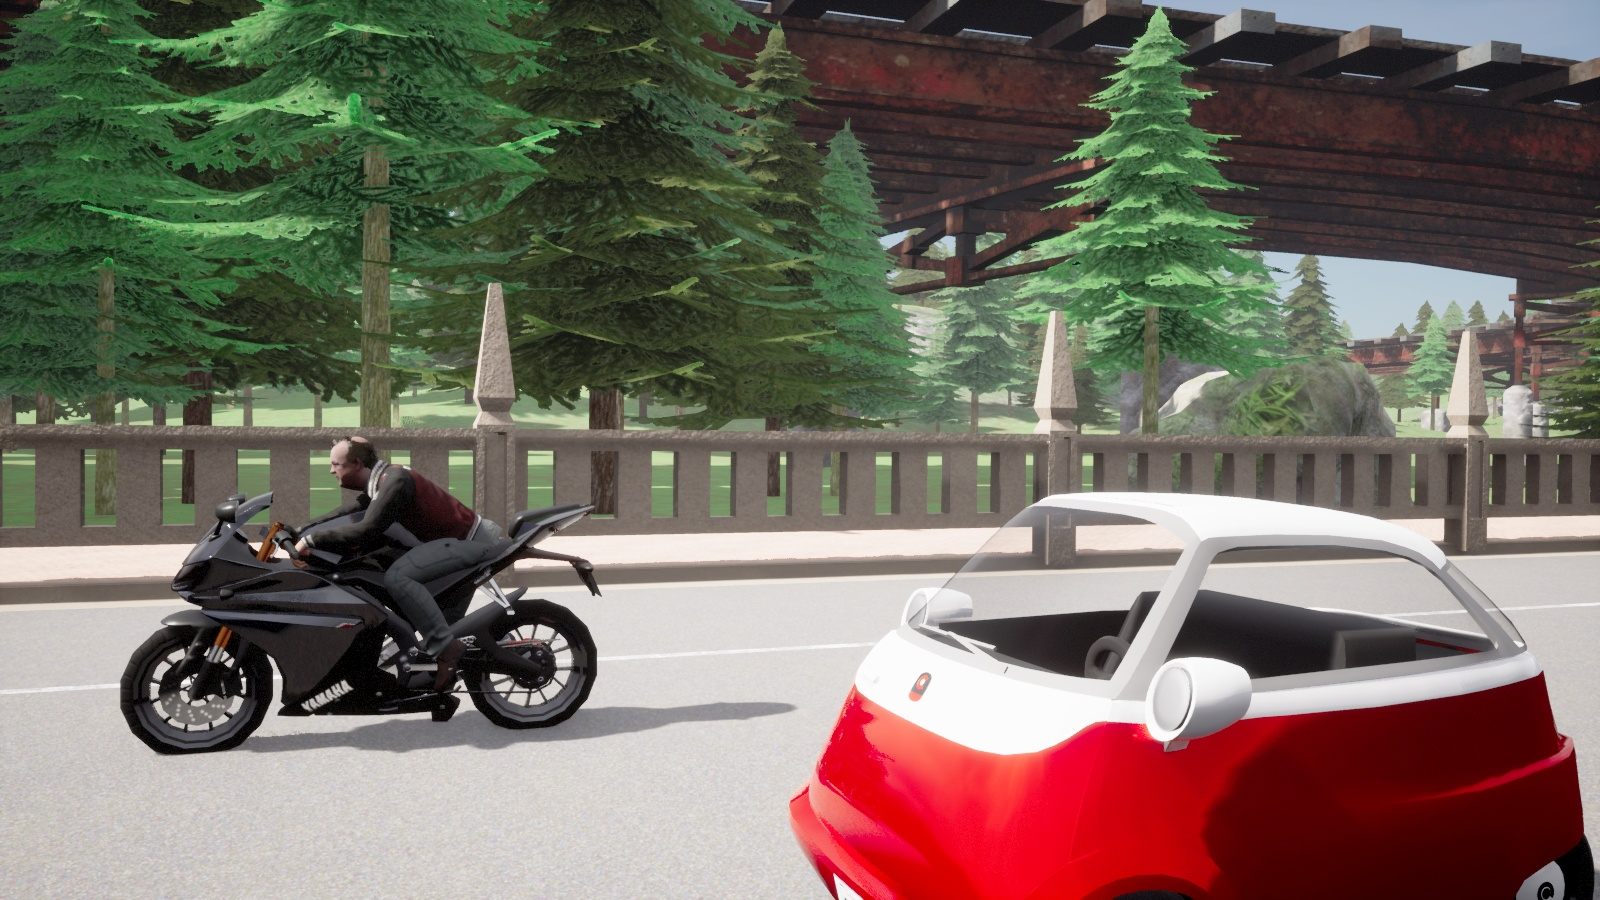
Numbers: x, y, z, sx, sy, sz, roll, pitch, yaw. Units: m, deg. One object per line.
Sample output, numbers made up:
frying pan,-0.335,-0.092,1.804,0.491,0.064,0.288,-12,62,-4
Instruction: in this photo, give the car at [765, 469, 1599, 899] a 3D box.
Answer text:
car,1.187,0.780,3.690,2.207,1.376,1.481,-1,1,-21

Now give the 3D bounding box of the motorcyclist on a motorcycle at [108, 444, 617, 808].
motorcyclist on a motorcycle,-2.089,0.755,6.190,2.191,1.530,0.866,-1,1,-21
